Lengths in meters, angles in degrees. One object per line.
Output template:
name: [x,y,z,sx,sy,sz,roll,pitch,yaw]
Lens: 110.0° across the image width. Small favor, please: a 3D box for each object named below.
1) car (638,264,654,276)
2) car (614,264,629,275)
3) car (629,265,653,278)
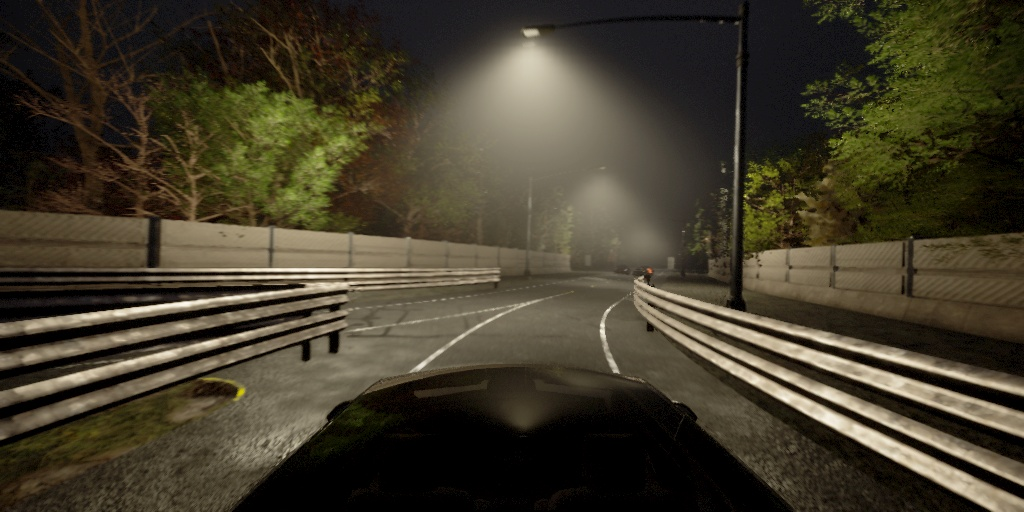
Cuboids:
car: [22.339,2.334,59.704,2.097,1.767,4.553,1,-1,24]
car: [18.103,2.194,58.842,2.097,1.767,4.553,2,0,25]
car: [18.255,2.277,50.683,2.128,1.511,4.902,2,-1,24]
